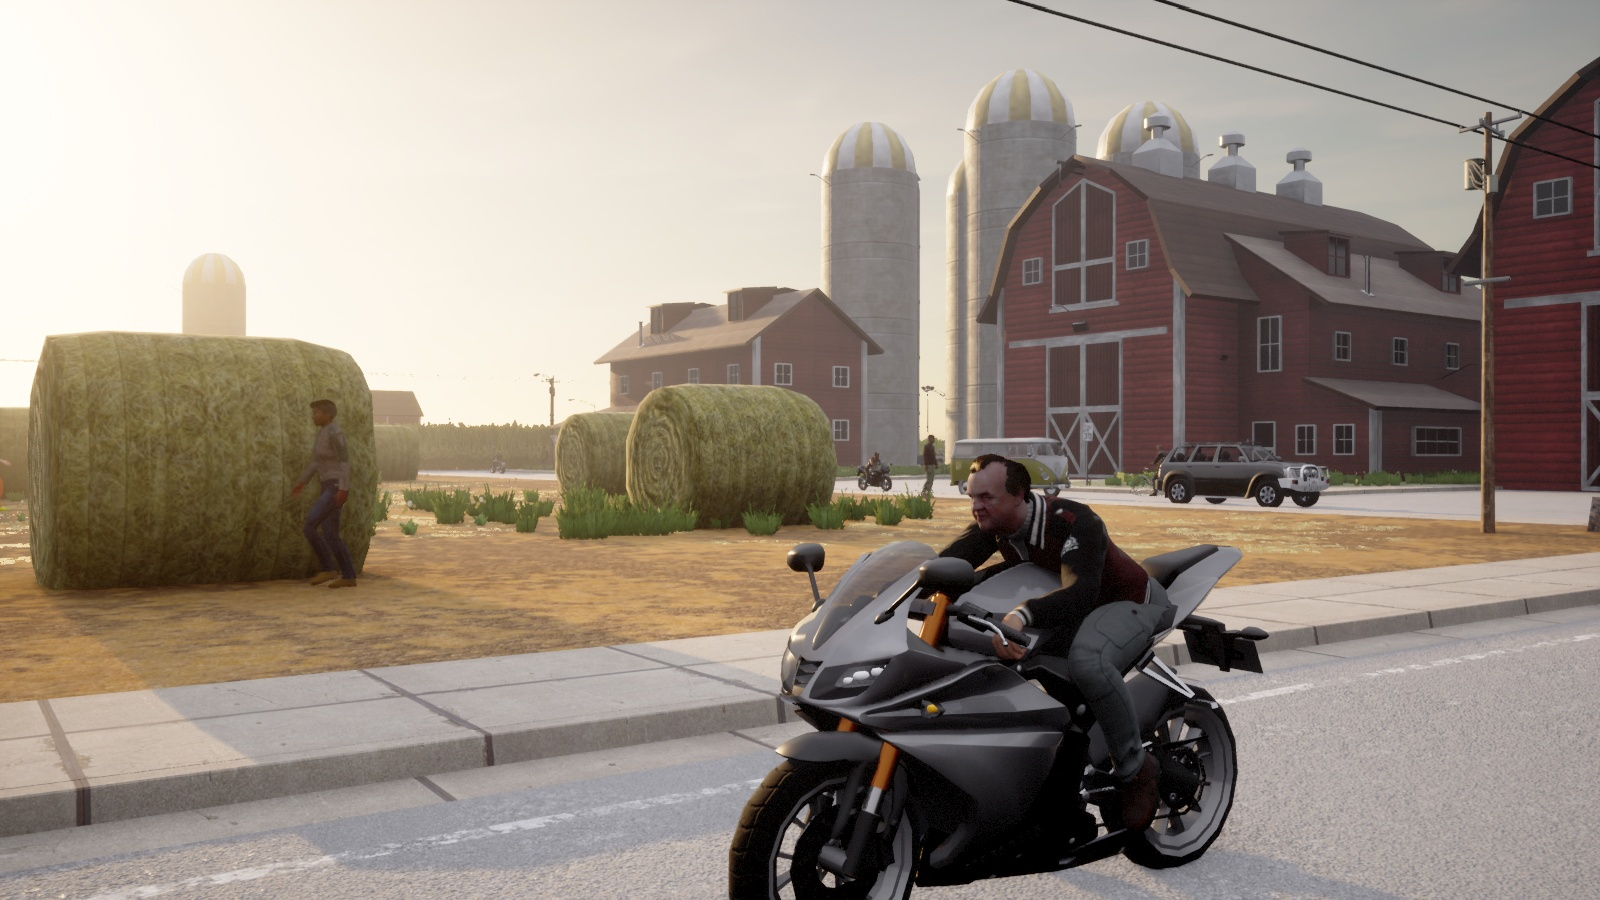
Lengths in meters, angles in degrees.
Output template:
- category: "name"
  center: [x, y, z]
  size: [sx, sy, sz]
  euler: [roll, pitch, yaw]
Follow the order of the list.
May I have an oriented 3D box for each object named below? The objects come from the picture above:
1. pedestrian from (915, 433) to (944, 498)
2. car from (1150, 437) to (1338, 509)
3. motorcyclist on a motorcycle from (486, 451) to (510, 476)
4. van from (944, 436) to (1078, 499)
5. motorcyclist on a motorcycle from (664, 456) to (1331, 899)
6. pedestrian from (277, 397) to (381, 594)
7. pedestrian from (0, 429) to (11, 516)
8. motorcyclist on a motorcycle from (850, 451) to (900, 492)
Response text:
- category: "pedestrian"
  center: [3.716, 0.450, 35.969]
  size: [0.703, 1.840, 0.431]
  euler: [0, 0, 40]
- category: "car"
  center: [12.212, 0.591, 34.812]
  size: [1.932, 1.855, 4.605]
  euler: [0, 0, -36]
- category: "motorcyclist on a motorcycle"
  center: [-20.838, 0.924, 86.484]
  size: [0.766, 1.649, 2.350]
  euler: [0, 0, -36]
- category: "van"
  center: [6.999, 0.559, 42.020]
  size: [1.775, 1.987, 4.442]
  euler: [0, 0, -36]
- category: "motorcyclist on a motorcycle"
  center: [0.725, 0.788, 4.164]
  size: [2.191, 1.530, 0.866]
  euler: [0, 0, -35]
- category: "pedestrian"
  center: [-4.468, 0.419, 11.920]
  size: [0.869, 1.805, 0.328]
  euler: [0, 0, -33]
- category: "pedestrian"
  center: [-17.084, 0.471, 26.585]
  size: [0.594, 1.836, 0.345]
  euler: [0, 0, -26]
- category: "motorcyclist on a motorcycle"
  center: [2.848, 0.810, 47.760]
  size: [0.797, 1.523, 2.044]
  euler: [0, 0, -36]
